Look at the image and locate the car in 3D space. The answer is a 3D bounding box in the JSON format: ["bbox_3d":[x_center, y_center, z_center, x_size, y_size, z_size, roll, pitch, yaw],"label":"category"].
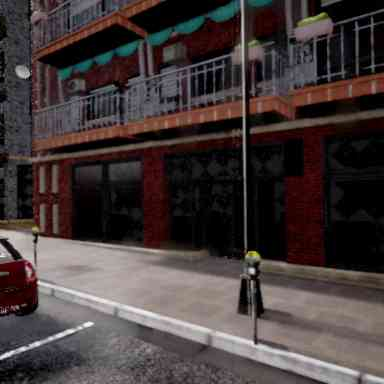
[{"bbox_3d":[-4.750,1.439,6.280,4.097,1.590,1.967,0,-1,36],"label":"car"}]
